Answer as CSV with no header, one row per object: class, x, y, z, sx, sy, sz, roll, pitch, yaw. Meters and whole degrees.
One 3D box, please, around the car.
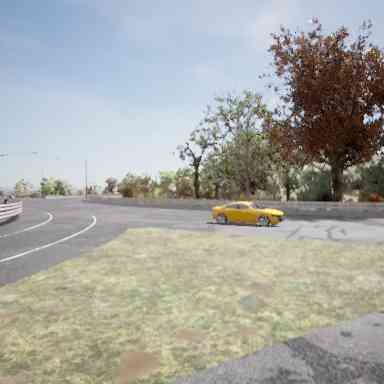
car,3.735,1.432,22.819,5.008,1.535,1.882,0,0,34
